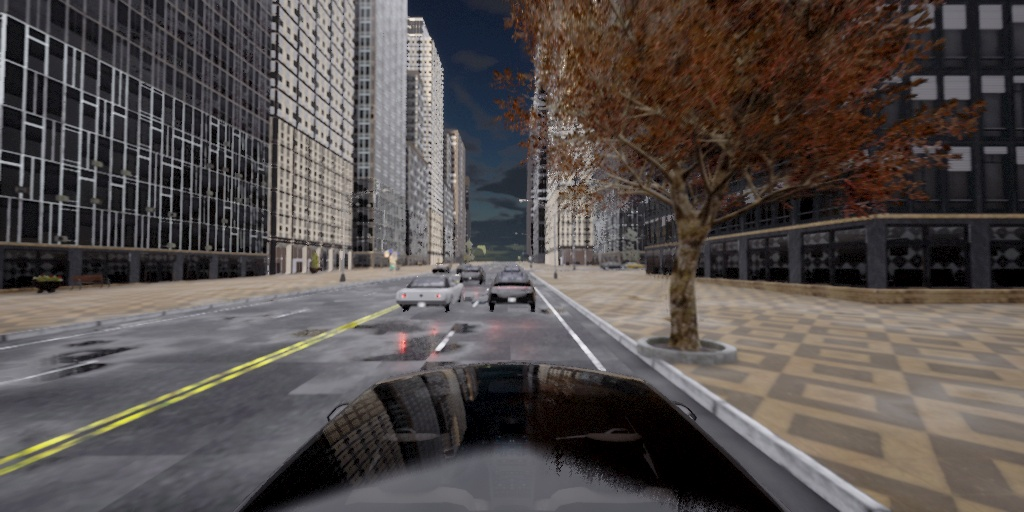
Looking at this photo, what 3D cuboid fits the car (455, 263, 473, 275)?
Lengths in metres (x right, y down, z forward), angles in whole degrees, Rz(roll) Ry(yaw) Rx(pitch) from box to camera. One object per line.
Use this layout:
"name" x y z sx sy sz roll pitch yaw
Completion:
"car" -6.522 1.771 49.409 1.837 1.490 4.892 0 -1 0

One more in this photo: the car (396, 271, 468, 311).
"car" -3.237 1.496 15.121 1.895 1.301 4.718 0 -1 0

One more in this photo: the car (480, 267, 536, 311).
"car" 0.017 1.390 15.356 2.128 1.511 4.902 0 0 0

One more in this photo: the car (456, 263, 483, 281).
"car" -3.234 1.551 30.362 2.128 1.511 4.902 0 0 0

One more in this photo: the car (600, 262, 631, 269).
"car" 16.685 1.647 59.025 4.403 1.370 2.007 0 0 -1

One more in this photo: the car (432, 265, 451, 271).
"car" -9.770 1.868 49.663 1.895 1.301 4.718 0 -1 0
